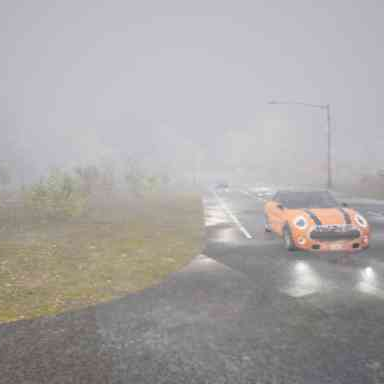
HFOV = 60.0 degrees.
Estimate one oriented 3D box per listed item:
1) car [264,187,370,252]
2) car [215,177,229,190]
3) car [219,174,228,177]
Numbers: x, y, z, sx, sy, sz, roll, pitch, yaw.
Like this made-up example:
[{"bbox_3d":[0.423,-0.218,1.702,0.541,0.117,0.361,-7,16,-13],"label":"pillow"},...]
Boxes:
[{"bbox_3d":[3.694,0.682,10.656,2.097,1.767,4.553,-2,3,1],"label":"car"},{"bbox_3d":[4.457,-1.167,50.154,2.033,1.411,5.357,-2,3,2],"label":"car"},{"bbox_3d":[8.909,-3.980,94.753,2.150,2.045,5.566,-2,3,2],"label":"car"}]
